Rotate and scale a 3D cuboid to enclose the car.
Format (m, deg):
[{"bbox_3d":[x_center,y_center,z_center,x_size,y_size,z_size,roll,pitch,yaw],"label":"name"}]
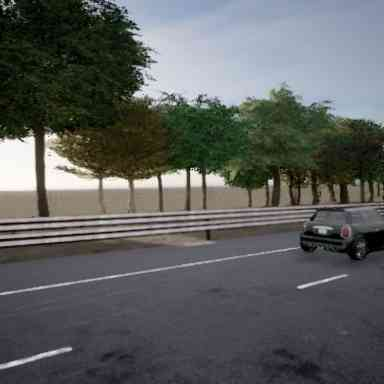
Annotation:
[{"bbox_3d":[6.136,1.345,12.436,4.553,1.767,2.097,0,0,-35],"label":"car"}]
